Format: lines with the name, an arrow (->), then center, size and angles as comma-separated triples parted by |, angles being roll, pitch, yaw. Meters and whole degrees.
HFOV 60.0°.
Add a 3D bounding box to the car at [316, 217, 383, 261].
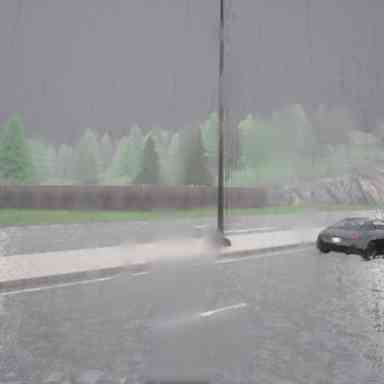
car -> 6.735, 1.676, 12.896 | 4.181, 1.385, 1.994 | 1, 0, -35
